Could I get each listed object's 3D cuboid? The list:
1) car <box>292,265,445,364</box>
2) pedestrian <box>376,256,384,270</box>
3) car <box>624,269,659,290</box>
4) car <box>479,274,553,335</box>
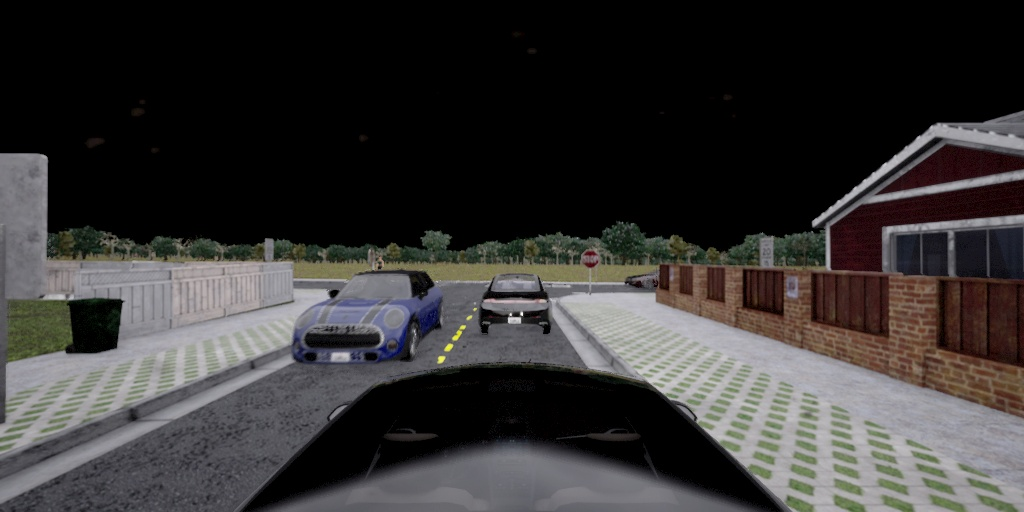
[{"bbox_3d":[-2.926,1.121,8.296,2.097,1.767,4.553,0,0,-1],"label":"car"},{"bbox_3d":[-9.755,0.889,26.530,0.375,1.860,0.375,0,-1,0],"label":"pedestrian"},{"bbox_3d":[10.328,1.517,23.790,5.357,1.411,2.033,1,-1,-1],"label":"car"},{"bbox_3d":[0.160,1.269,10.666,2.128,1.511,4.902,0,0,2],"label":"car"}]
